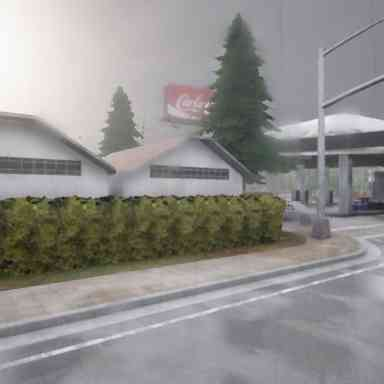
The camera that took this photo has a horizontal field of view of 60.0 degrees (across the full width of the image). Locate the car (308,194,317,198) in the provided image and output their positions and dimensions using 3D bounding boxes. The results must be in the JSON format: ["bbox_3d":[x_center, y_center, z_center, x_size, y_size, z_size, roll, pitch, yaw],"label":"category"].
[{"bbox_3d":[31.965,1.294,88.961,2.152,1.636,5.027,0,0,-36],"label":"car"}]

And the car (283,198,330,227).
[{"bbox_3d":[6.503,1.326,21.451,1.812,1.442,4.674,0,0,-36],"label":"car"}]

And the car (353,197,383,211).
[{"bbox_3d":[20.951,1.461,39.456,4.611,1.667,2.242,0,0,-36],"label":"car"}]
